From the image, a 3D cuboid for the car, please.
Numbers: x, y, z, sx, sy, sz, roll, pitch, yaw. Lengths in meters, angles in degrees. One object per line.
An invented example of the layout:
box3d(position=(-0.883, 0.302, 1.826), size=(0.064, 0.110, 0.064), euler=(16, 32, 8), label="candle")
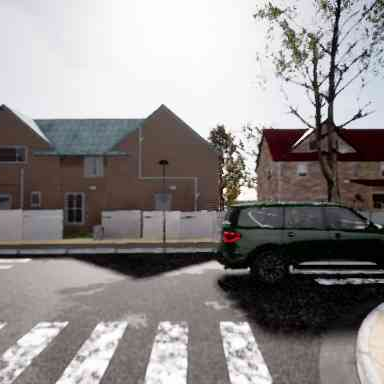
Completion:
box3d(position=(3.424, 1.280, 9.084), size=(5.566, 2.045, 2.150), euler=(-1, -2, 0), label="car")
